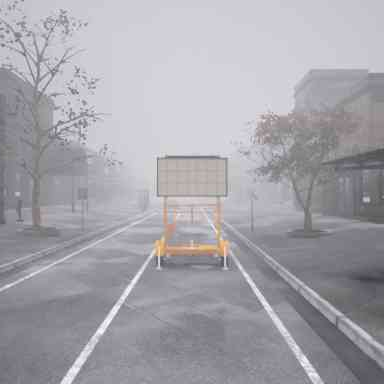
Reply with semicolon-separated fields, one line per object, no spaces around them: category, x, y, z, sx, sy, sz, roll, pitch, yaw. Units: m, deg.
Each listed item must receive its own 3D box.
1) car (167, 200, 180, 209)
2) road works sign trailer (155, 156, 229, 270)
car;-2.979;2.022;54.264;1.837;1.490;4.892;0;0;0
road works sign trailer;0.005;0.562;11.408;2.380;3.560;2.880;0;-1;0
